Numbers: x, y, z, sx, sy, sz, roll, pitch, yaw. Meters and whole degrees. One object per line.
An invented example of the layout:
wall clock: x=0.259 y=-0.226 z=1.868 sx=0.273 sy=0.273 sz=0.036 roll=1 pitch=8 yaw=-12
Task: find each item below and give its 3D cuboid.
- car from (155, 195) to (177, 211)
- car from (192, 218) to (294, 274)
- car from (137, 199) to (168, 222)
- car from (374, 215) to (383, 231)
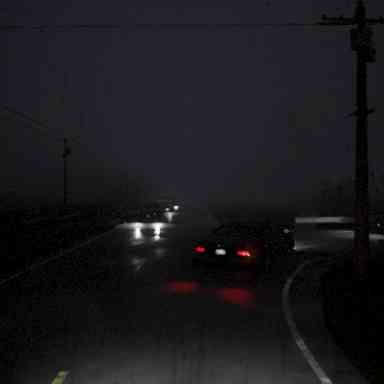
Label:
car: x=-3.408 y=1.349 z=42.114 sx=2.150 sy=2.045 sz=5.566 roll=0 pitch=0 yaw=0
car: x=1.907 y=1.557 z=10.817 sx=2.033 sy=1.411 sz=5.357 roll=0 pitch=1 yaw=28
car: x=-3.313 y=1.588 z=27.556 sx=1.837 sy=1.490 sz=4.892 roll=0 pitch=0 yaw=0
car: x=11.859 y=1.333 z=16.956 sx=4.674 sy=1.442 sz=1.812 roll=-2 pitch=0 yaw=1
